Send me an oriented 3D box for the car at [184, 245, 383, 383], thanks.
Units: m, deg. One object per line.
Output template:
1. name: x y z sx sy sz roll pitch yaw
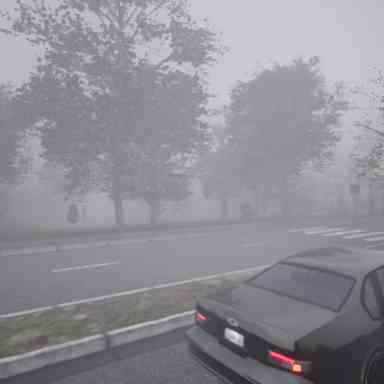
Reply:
1. car: 2.478 1.543 4.896 5.357 1.411 2.033 0 0 -35
